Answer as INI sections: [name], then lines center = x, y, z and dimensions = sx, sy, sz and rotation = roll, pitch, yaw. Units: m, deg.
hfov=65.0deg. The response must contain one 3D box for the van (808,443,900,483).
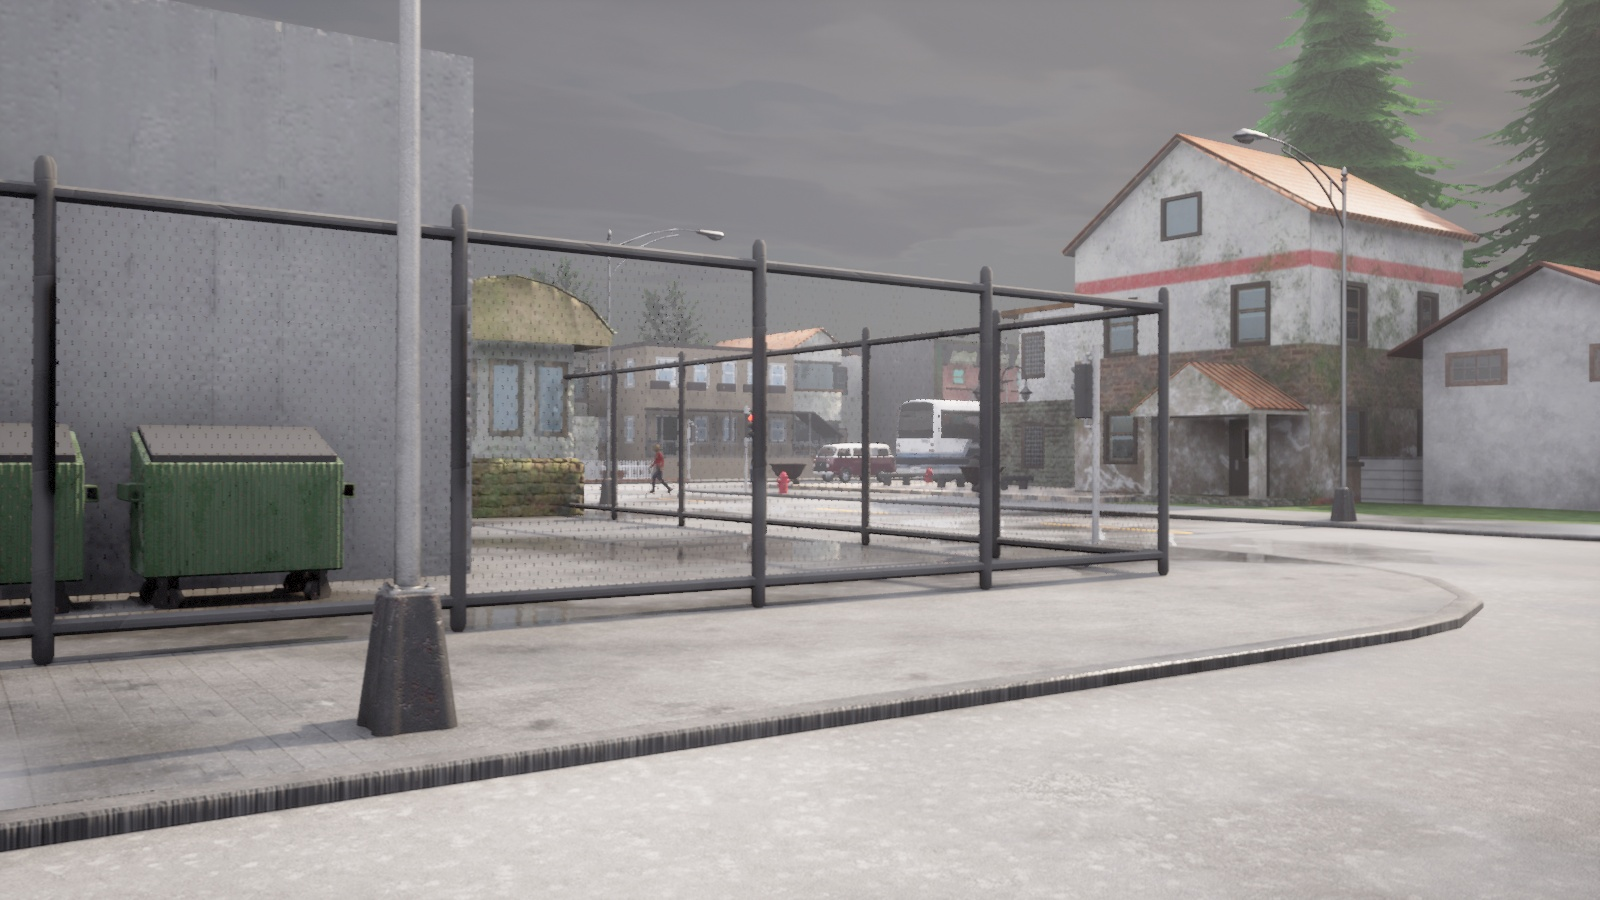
[van]
center = 2.852, 0.668, 66.051
dimensions = 4.480, 2.038, 2.069
rotation = 0, 0, -35

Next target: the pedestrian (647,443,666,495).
[pedestrian]
center = -5.165, 0.679, 45.291
dimensions = 0.636, 1.846, 0.331
rotation = 0, 0, -16

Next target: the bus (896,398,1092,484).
[bus]
center = 10.332, -0.441, 66.312
dimensions = 10.273, 4.253, 3.944
rotation = 0, 0, -34
